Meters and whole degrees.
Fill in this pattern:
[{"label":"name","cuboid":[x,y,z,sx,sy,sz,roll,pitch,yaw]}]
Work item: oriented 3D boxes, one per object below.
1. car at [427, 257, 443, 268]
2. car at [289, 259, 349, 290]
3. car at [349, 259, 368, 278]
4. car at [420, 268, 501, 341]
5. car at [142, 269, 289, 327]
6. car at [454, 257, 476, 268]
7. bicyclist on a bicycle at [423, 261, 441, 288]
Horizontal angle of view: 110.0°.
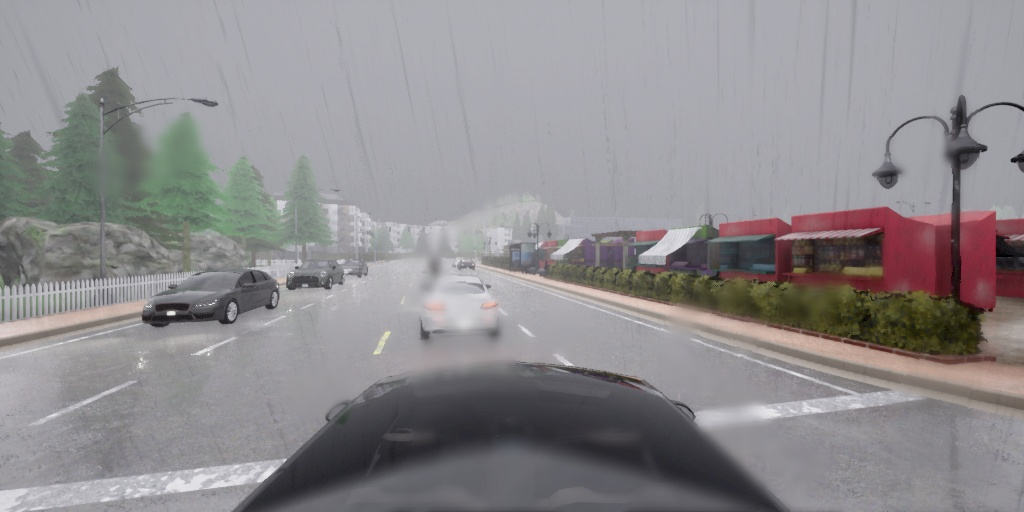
[{"label":"car","cuboid":[-10.858,0.897,50.796,1.837,1.490,4.892,0,0,-13]},{"label":"car","cuboid":[-11.392,0.965,21.061,2.097,1.767,4.553,0,0,-13]},{"label":"car","cuboid":[-13.591,1.033,30.683,2.128,1.511,4.902,0,0,-13]},{"label":"car","cuboid":[-1.476,1.225,9.748,1.812,1.442,4.674,0,0,-12]},{"label":"car","cuboid":[-9.188,1.190,11.461,1.837,1.490,4.892,0,0,-13]},{"label":"car","cuboid":[-5.625,1.046,43.736,1.895,1.301,4.718,0,0,-13]},{"label":"bicyclist on a bicycle","cuboid":[-4.310,1.078,19.597,0.582,1.620,1.656,0,1,25]}]
